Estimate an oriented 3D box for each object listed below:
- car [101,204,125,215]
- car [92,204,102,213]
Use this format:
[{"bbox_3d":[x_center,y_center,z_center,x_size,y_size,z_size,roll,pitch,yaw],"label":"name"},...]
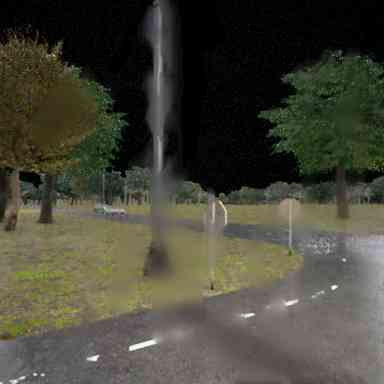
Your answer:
[{"bbox_3d":[-13.010,3.117,55.614,1.895,1.301,4.718,2,-2,-34],"label":"car"},{"bbox_3d":[-16.717,2.977,61.148,2.097,1.767,4.553,2,-2,-34],"label":"car"}]
